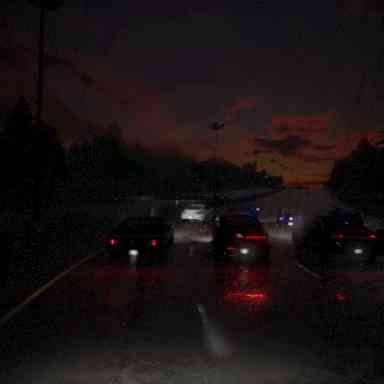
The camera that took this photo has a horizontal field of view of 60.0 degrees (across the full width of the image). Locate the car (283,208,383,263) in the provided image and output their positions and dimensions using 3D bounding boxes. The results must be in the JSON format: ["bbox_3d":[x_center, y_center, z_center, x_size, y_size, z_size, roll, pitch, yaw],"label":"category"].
[{"bbox_3d":[5.255,1.631,12.732,2.128,1.511,4.902,1,0,2],"label":"car"}]

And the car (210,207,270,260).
[{"bbox_3d":[1.756,1.589,12.826,1.837,1.490,4.892,1,0,2],"label":"car"}]

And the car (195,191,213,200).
[{"bbox_3d":[3.211,0.908,74.294,2.150,2.045,5.566,1,1,20],"label":"car"}]

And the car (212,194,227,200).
[{"bbox_3d":[6.506,1.251,73.125,1.812,1.442,4.674,1,1,20],"label":"car"}]

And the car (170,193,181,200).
[{"bbox_3d":[-3.354,1.093,76.731,1.837,1.490,4.892,1,1,20],"label":"car"}]

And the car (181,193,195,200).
[{"bbox_3d":[-0.056,0.992,75.555,2.097,1.767,4.553,1,1,20],"label":"car"}]

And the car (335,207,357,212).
[{"bbox_3d":[10.618,1.789,23.135,1.812,1.442,4.674,1,0,18],"label":"car"}]

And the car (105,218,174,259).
[{"bbox_3d":[-1.763,1.627,12.732,1.895,1.301,4.718,1,0,2],"label":"car"}]

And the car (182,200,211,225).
[{"bbox_3d":[0.601,1.651,26.280,1.812,1.442,4.674,1,0,18],"label":"car"}]

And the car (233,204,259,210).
[{"bbox_3d":[3.975,1.650,25.326,1.882,1.535,5.008,1,0,18],"label":"car"}]

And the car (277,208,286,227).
[{"bbox_3d":[7.189,1.816,23.939,1.895,1.301,4.718,1,0,18],"label":"car"}]
